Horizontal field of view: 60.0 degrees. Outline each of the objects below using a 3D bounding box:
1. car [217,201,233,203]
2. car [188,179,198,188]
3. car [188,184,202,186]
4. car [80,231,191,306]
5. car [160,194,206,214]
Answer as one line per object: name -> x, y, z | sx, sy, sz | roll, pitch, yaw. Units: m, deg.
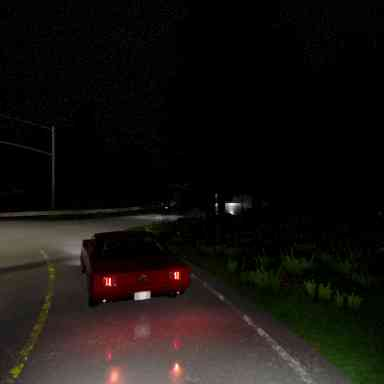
car -> 4.202, 0.511, 43.102 | 1.812, 1.442, 4.674 | 0, 5, 4
car -> 0.142, -1.820, 70.088 | 2.128, 1.511, 4.902 | 0, 5, -1
car -> 1.851, -0.641, 55.135 | 1.882, 1.535, 5.008 | 0, 5, -29
car -> -1.678, 1.601, 8.145 | 1.895, 1.301, 4.718 | 0, 0, -21
car -> -0.615, 0.954, 32.394 | 2.150, 2.045, 5.566 | 0, 2, 39
